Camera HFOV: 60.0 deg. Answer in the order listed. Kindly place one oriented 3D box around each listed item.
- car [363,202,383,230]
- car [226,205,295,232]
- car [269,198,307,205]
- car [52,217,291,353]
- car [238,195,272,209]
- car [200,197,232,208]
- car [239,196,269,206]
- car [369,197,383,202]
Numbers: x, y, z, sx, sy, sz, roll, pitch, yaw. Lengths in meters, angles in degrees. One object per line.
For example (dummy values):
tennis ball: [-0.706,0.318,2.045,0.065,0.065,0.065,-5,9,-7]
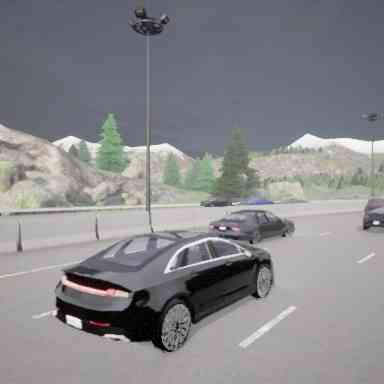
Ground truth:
car: [11.689,1.522,19.811,1.812,1.442,4.674,0,0,45]
car: [2.912,1.546,15.587,2.033,1.411,5.357,0,0,41]
car: [11.662,1.488,39.004,4.902,1.511,2.128,0,0,-40]
car: [-0.099,1.491,6.319,2.128,1.511,4.902,0,0,37]
car: [8.652,1.347,45.595,4.553,1.767,2.097,0,0,-39]
car: [3.318,1.475,45.679,5.008,1.535,1.882,0,0,-40]
car: [7.812,1.474,40.330,5.008,1.535,1.882,0,0,-40]
car: [17.183,1.347,29.669,4.553,1.767,2.097,0,0,-41]
